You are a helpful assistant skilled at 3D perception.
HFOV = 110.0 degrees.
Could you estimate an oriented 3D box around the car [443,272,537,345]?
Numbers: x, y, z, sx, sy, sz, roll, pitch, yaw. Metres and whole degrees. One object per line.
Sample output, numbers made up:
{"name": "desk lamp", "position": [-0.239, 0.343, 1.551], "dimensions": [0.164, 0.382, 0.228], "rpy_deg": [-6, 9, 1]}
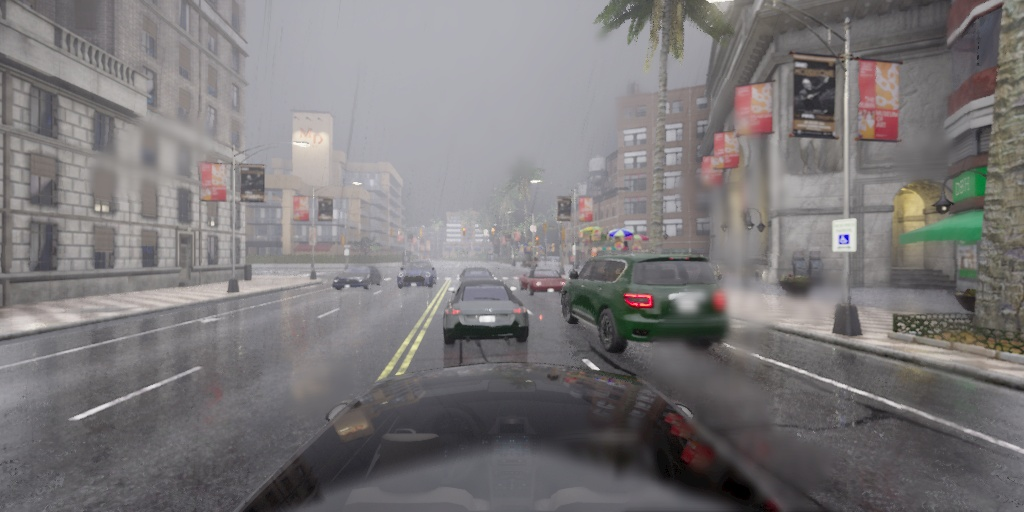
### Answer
{"name": "car", "position": [-0.770, 1.318, 9.649], "dimensions": [1.994, 1.385, 4.181], "rpy_deg": [0, 0, -7]}

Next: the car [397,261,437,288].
{"name": "car", "position": [-6.124, 1.119, 23.490], "dimensions": [2.097, 1.767, 4.553], "rpy_deg": [0, 0, -8]}

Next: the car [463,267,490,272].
{"name": "car", "position": [-1.871, 1.305, 18.816], "dimensions": [2.033, 1.411, 5.357], "rpy_deg": [0, 0, -8]}

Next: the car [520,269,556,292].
{"name": "car", "position": [1.573, 1.359, 19.396], "dimensions": [1.895, 1.301, 4.718], "rpy_deg": [0, 0, -7]}

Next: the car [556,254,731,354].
{"name": "car", "position": [2.839, 0.973, 8.995], "dimensions": [2.150, 2.045, 5.566], "rpy_deg": [0, 0, -6]}

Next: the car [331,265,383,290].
{"name": "car", "position": [-9.549, 1.307, 22.672], "dimensions": [2.033, 1.411, 5.357], "rpy_deg": [0, 0, -8]}
